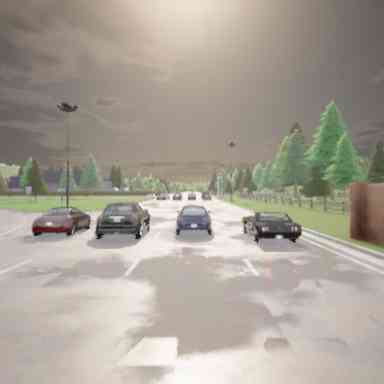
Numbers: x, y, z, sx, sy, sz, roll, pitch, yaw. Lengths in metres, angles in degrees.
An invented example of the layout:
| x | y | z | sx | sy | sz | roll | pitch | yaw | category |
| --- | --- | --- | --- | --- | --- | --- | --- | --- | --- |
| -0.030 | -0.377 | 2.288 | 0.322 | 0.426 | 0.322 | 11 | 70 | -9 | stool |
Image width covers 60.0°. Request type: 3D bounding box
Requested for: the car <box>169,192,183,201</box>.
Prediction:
| x | y | z | sx | sy | sz | roll | pitch | yaw | category |
| --- | --- | --- | --- | --- | --- | --- | --- | --- | --- |
| -3.504 | 1.282 | 76.417 | 2.128 | 1.511 | 4.902 | 0 | 0 | 0 | car |

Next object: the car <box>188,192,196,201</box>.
| x | y | z | sx | sy | sz | roll | pitch | yaw | category |
| --- | --- | --- | --- | --- | --- | --- | --- | --- | --- |
| -0.004 | 1.281 | 76.425 | 1.812 | 1.442 | 4.674 | 0 | 0 | 0 | car |

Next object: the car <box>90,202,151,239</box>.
| x | y | z | sx | sy | sz | roll | pitch | yaw | category |
| --- | --- | --- | --- | --- | --- | --- | --- | --- | --- |
| -3.402 | 1.297 | 17.214 | 2.097 | 1.767 | 4.553 | 0 | 0 | 0 | car |

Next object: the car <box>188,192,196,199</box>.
| x | y | z | sx | sy | sz | roll | pitch | yaw | category |
| --- | --- | --- | --- | --- | --- | --- | --- | --- | --- |
| -0.005 | 0.912 | 85.353 | 2.097 | 1.767 | 4.553 | 0 | 0 | 0 | car |

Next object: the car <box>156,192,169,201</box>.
| x | y | z | sx | sy | sz | roll | pitch | yaw | category |
| --- | --- | --- | --- | --- | --- | --- | --- | --- | --- |
| -7.004 | 1.300 | 76.074 | 1.994 | 1.385 | 4.181 | 0 | 0 | 0 | car |

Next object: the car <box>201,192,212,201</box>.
| x | y | z | sx | sy | sz | roll | pitch | yaw | category |
| --- | --- | --- | --- | --- | --- | --- | --- | --- | --- |
| 3.496 | 1.300 | 75.272 | 2.033 | 1.411 | 5.357 | 0 | 0 | 0 | car |

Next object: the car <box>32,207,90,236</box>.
| x | y | z | sx | sy | sz | roll | pitch | yaw | category |
| --- | --- | --- | --- | --- | --- | --- | --- | --- | --- |
| -6.901 | 1.506 | 18.075 | 1.994 | 1.385 | 4.181 | 0 | 0 | 0 | car |

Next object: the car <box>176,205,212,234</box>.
| x | y | z | sx | sy | sz | roll | pitch | yaw | category |
| --- | --- | --- | --- | --- | --- | --- | --- | --- | --- |
| 0.099 | 1.467 | 18.517 | 1.812 | 1.442 | 4.674 | 0 | 0 | 0 | car |

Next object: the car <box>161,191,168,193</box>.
| x | y | z | sx | sy | sz | roll | pitch | yaw | category |
| --- | --- | --- | --- | --- | --- | --- | --- | --- | --- |
| -7.005 | 0.781 | 85.403 | 2.150 | 2.045 | 5.566 | 0 | 0 | 0 | car |

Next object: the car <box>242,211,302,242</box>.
| x | y | z | sx | sy | sz | roll | pitch | yaw | category |
| --- | --- | --- | --- | --- | --- | --- | --- | --- | --- |
| 3.599 | 1.550 | 15.915 | 1.895 | 1.301 | 4.718 | 0 | 0 | 0 | car |

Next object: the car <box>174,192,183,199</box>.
| x | y | z | sx | sy | sz | roll | pitch | yaw | category |
| --- | --- | --- | --- | --- | --- | --- | --- | --- | --- |
| -3.505 | 0.912 | 85.340 | 2.097 | 1.767 | 4.553 | 0 | 0 | 0 | car |
